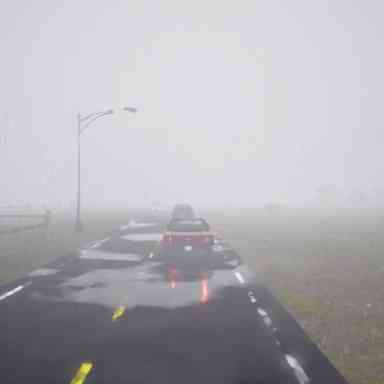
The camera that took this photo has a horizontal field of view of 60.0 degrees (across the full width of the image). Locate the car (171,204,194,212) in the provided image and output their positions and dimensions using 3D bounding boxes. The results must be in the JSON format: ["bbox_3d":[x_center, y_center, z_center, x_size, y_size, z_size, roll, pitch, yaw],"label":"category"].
[{"bbox_3d":[-0.825,1.797,29.560,1.882,1.535,5.008,0,0,-3],"label":"car"}]

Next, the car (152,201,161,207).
[{"bbox_3d":[-7.246,2.384,67.399,1.895,1.301,4.718,0,-1,-7],"label":"car"}]

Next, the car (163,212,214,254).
[{"bbox_3d":[-0.175,1.748,14.155,1.895,1.301,4.718,0,-1,-1],"label":"car"}]
